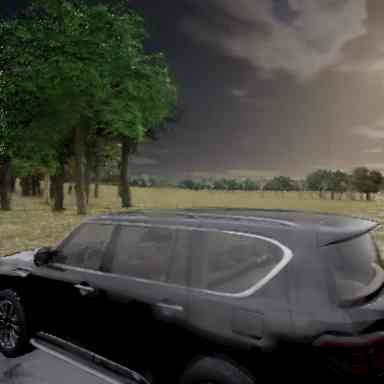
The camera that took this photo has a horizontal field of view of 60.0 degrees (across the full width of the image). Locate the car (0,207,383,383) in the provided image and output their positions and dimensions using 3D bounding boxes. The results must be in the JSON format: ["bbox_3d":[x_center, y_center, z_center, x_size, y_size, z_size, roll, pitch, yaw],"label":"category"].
[{"bbox_3d":[-0.442,1.211,4.278,5.566,2.045,2.150,0,0,36],"label":"car"}]
